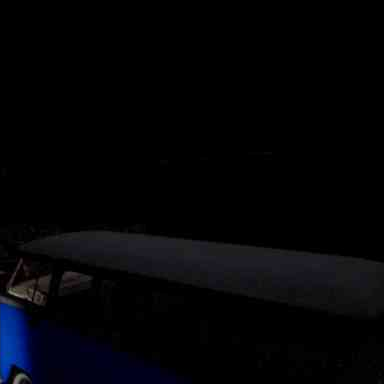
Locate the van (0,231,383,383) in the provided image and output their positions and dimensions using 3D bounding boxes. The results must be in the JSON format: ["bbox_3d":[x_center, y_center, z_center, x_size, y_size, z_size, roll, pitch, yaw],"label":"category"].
[{"bbox_3d":[-0.212,1.339,3.014,3.998,1.788,1.690,0,-1,36],"label":"van"}]
